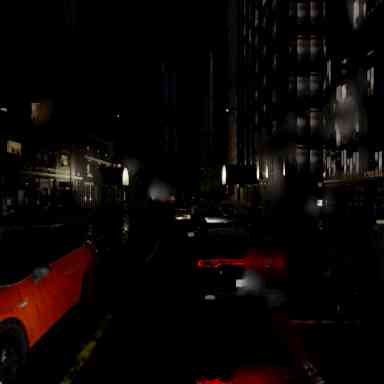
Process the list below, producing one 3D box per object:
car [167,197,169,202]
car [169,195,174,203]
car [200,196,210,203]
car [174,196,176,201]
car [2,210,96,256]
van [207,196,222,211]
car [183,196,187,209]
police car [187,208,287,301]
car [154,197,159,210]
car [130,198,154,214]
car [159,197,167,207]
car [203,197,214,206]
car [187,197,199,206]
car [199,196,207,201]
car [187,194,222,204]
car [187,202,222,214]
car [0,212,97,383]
[{"bbox_3d":[-5.575,1.522,58.091,1.967,1.590,4.097,0,0,0],"label":"car"},{"bbox_3d":[-5.541,1.695,74.663,1.802,1.307,4.206,0,0,0],"label":"car"},{"bbox_3d":[2.839,1.664,74.650,2.008,1.369,4.403,0,0,0],"label":"car"},{"bbox_3d":[-5.507,1.586,91.236,1.967,1.590,4.097,0,0,0],"label":"car"},{"bbox_3d":[-5.665,1.566,13.898,2.008,1.369,4.403,0,0,0],"label":"car"},{"bbox_3d":[2.769,1.394,41.505,1.690,1.788,3.998,0,0,0],"label":"van"},{"bbox_3d":[0.110,1.565,45.688,1.837,1.490,4.892,0,0,0],"label":"car"},{"bbox_3d":[0.917,1.435,8.539,1.930,1.638,5.238,0,0,0],"label":"police car"},{"bbox_3d":[-5.609,1.598,41.518,1.887,1.381,4.507,0,0,0],"label":"car"},{"bbox_3d":[-5.621,1.595,35.994,2.008,1.369,4.403,0,0,0],"label":"car"},{"bbox_3d":[-5.586,1.638,52.566,1.947,1.339,4.313,0,0,0],"label":"car"},{"bbox_3d":[2.805,1.608,58.246,1.752,1.417,4.829,0,0,0],"label":"car"},{"bbox_3d":[0.121,1.648,58.876,1.994,1.385,4.181,0,0,0],"label":"car"},{"bbox_3d":[2.862,1.660,85.867,1.752,1.417,4.829,0,0,0],"label":"car"},{"bbox_3d":[0.950,1.253,24.459,2.150,2.045,5.566,0,0,0],"label":"car"},{"bbox_3d":[0.815,1.525,18.429,1.837,1.490,4.892,0,0,0],"label":"car"},{"bbox_3d":[-2.991,1.357,4.880,2.097,1.767,4.553,0,0,0],"label":"car"}]
